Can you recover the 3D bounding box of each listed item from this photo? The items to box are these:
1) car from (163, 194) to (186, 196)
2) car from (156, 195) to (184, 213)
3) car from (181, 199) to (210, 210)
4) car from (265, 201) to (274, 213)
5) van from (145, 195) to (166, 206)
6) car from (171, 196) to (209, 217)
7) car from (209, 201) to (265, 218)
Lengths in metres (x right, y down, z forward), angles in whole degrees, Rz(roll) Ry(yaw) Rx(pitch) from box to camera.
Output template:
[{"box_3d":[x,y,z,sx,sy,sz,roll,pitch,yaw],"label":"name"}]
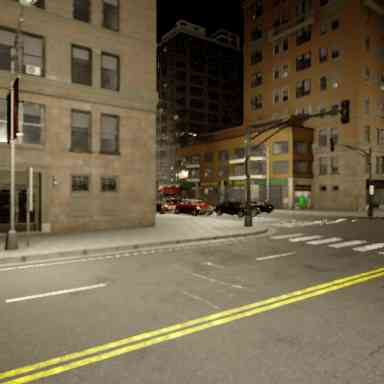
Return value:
[{"box_3d":[-1.722,1.207,38.086,2.150,2.045,5.566,0,0,-36],"label":"car"},{"box_3d":[-2.966,1.416,35.446,1.967,1.590,4.097,0,0,-35],"label":"car"},{"box_3d":[0.412,1.587,44.576,1.802,1.307,4.206,0,0,-35],"label":"car"},{"box_3d":[6.768,1.574,35.570,1.947,1.339,4.313,0,0,-35],"label":"car"},{"box_3d":[-5.943,1.348,53.580,1.690,1.788,3.998,0,0,-35],"label":"van"},{"box_3d":[0.212,1.418,30.944,1.967,1.590,4.097,0,0,-35],"label":"car"},{"box_3d":[3.951,1.514,30.045,1.812,1.442,4.674,0,0,-35],"label":"car"}]
